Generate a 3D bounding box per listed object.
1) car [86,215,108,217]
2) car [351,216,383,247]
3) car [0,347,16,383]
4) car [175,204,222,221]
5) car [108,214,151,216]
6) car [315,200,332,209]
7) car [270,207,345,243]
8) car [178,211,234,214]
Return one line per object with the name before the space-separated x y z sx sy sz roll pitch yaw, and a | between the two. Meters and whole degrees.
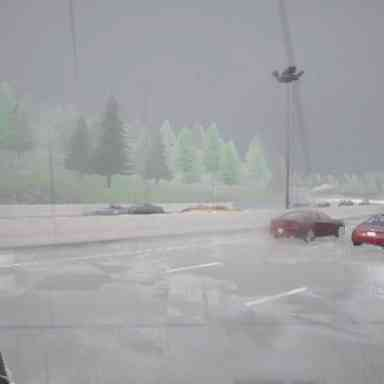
car | -8.378 1.885 32.939 4.718 1.301 1.895 1 -1 -39
car | 9.234 1.798 15.554 4.181 1.385 1.994 1 -1 -40
car | -3.285 1.342 1.510 4.553 1.767 2.097 1 -1 -35
car | 0.675 1.902 31.473 4.181 1.385 1.994 1 -1 -41
car | -4.924 1.786 31.320 4.902 1.511 2.128 1 -1 -39
car | 24.737 2.333 62.359 1.812 1.442 4.674 0 -1 37
car | 6.181 1.710 17.555 5.008 1.535 1.882 1 -1 -39
car | 1.406 1.778 27.466 5.008 1.535 1.882 1 -1 -41
